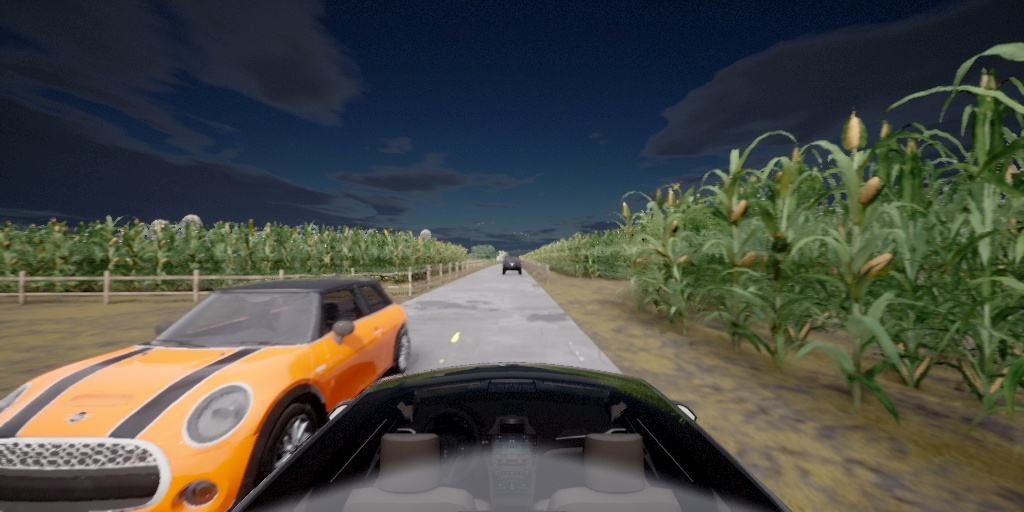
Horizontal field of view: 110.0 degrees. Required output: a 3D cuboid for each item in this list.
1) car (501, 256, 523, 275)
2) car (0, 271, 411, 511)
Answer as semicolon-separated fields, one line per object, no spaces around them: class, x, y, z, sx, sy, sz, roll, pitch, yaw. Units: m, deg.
car;0.009;1.016;40.153;2.150;2.045;5.566;0;0;0
car;-2.830;1.102;4.394;2.097;1.767;4.553;0;0;0
